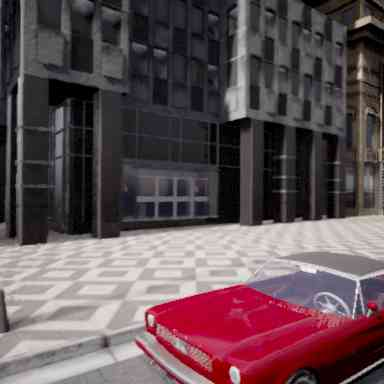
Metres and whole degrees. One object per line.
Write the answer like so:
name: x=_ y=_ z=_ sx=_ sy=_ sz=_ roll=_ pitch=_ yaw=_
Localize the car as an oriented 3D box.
car: x=1.679 y=1.601 z=4.576 sx=4.718 sy=1.301 sz=1.895 roll=0 pitch=0 yaw=-35
